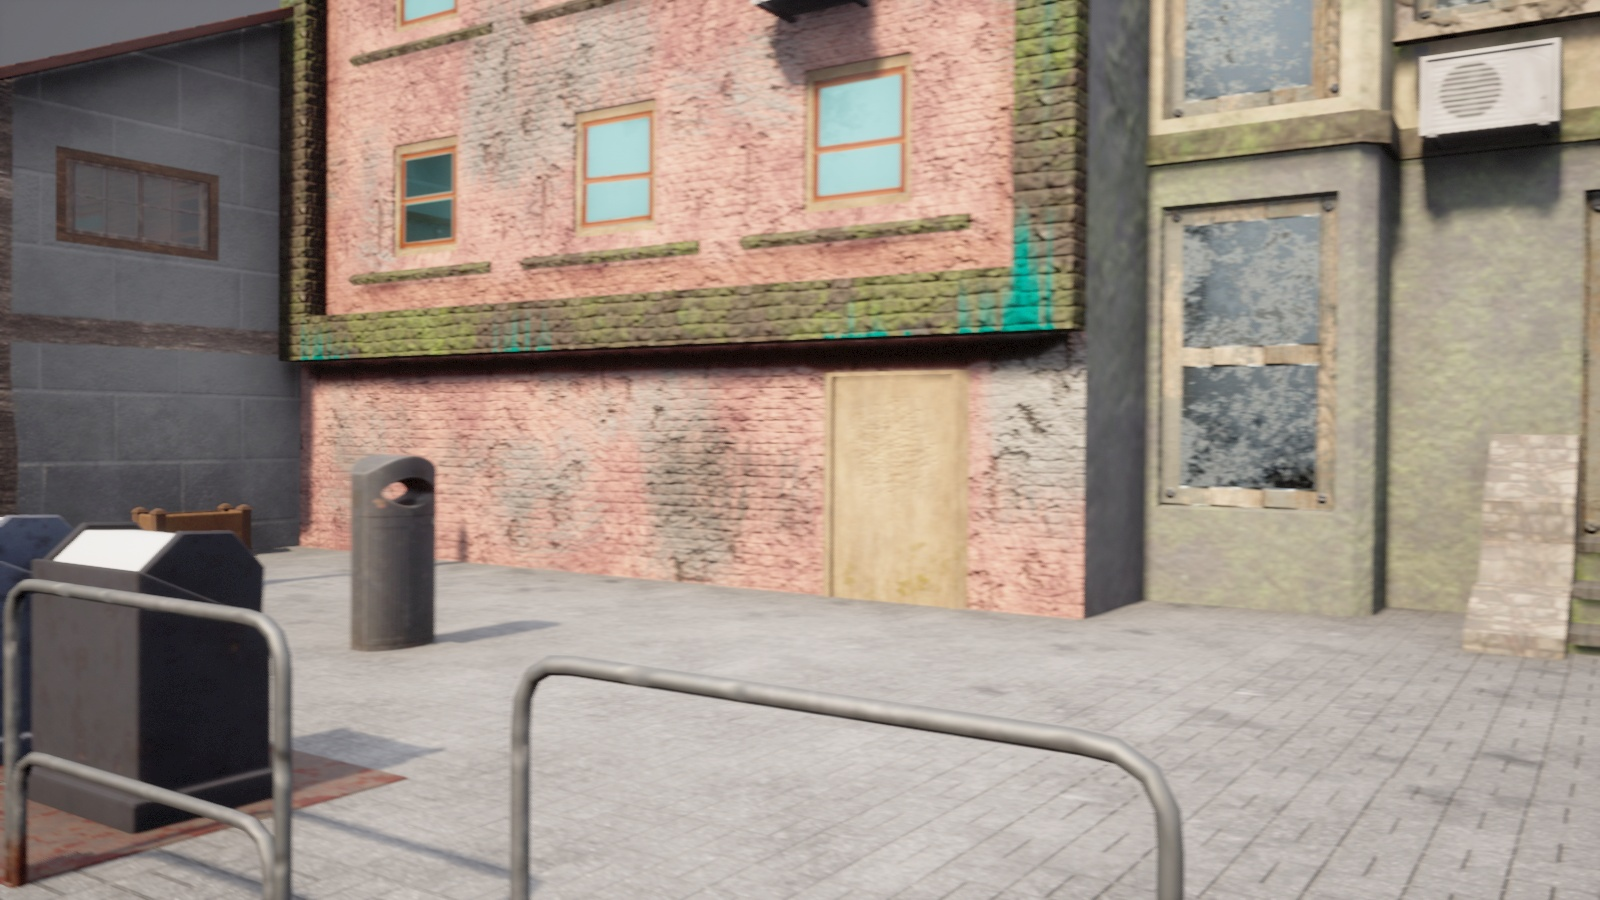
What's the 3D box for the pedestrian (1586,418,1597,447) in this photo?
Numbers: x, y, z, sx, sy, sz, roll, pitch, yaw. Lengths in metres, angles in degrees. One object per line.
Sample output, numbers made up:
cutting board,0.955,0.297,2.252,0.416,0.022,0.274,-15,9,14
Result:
pedestrian,50.901,-1.129,80.775,0.594,1.836,0.345,0,1,32
